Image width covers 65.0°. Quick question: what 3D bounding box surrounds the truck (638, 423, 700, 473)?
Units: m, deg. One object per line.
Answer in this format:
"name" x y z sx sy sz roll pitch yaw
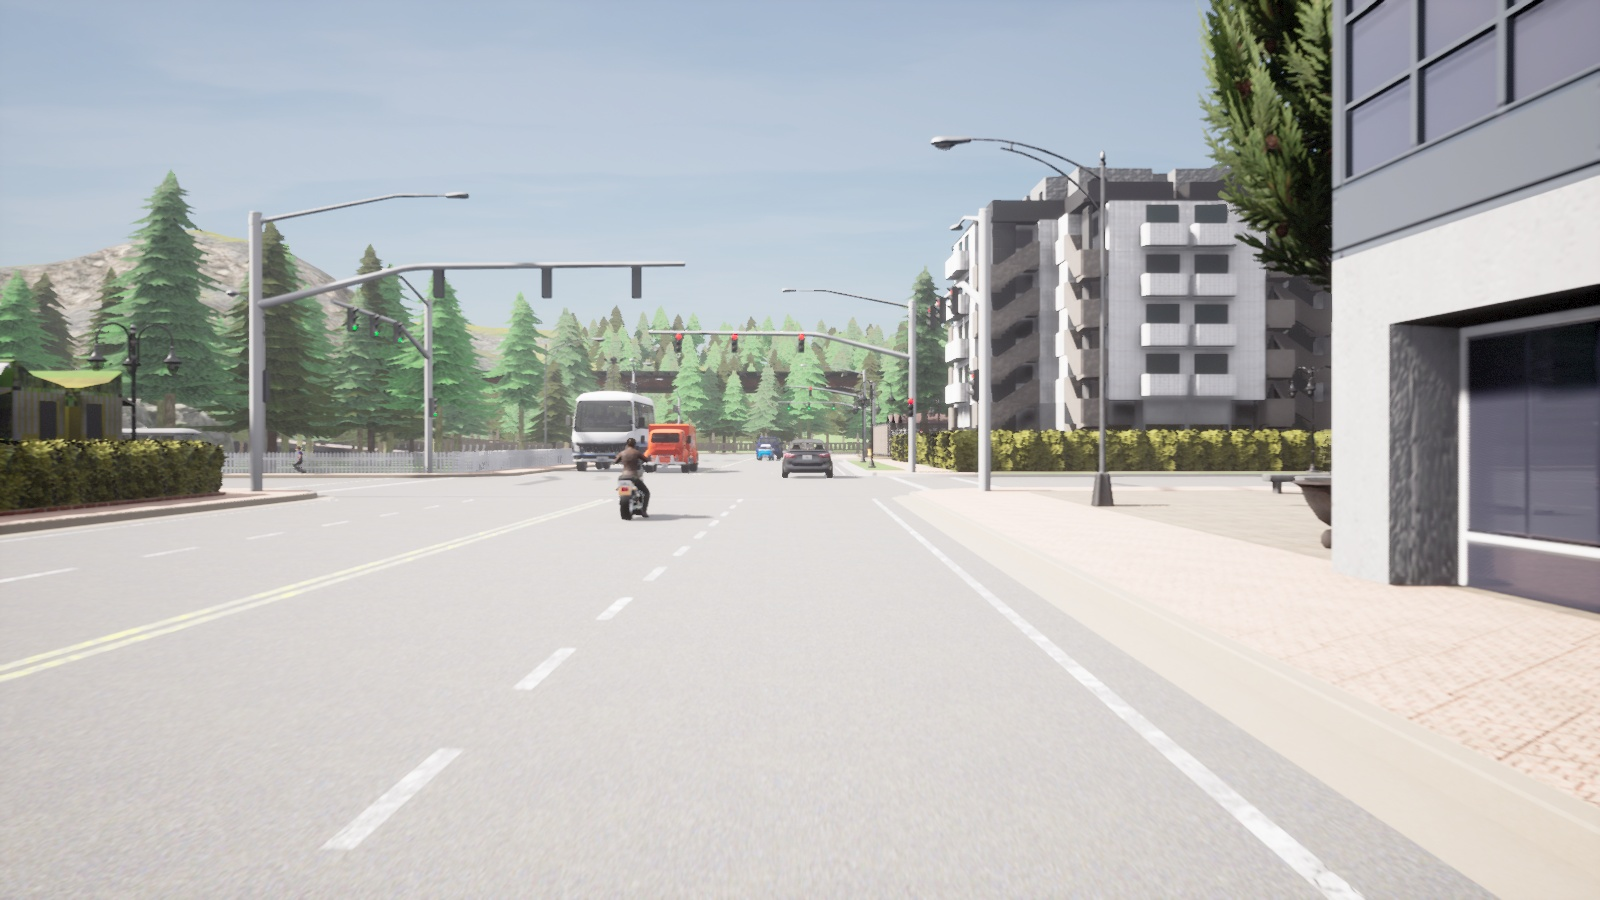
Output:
"truck" -6.621 -0.107 64.108 2.627 2.467 5.204 0 0 0

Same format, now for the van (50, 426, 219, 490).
"van" -21.206 0.256 40.146 4.442 1.987 1.775 0 0 -1

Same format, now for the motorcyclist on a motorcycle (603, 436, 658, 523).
"motorcyclist on a motorcycle" -3.343 0.553 24.996 0.766 1.649 2.350 0 0 0

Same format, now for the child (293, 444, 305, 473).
"child" -21.798 0.360 54.632 0.437 1.263 0.270 0 0 -1

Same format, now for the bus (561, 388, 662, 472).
"bus" -10.094 -1.025 68.630 3.944 4.253 10.273 0 0 0

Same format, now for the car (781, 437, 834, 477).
"car" 0.329 0.280 55.263 2.242 1.667 4.611 0 0 0
